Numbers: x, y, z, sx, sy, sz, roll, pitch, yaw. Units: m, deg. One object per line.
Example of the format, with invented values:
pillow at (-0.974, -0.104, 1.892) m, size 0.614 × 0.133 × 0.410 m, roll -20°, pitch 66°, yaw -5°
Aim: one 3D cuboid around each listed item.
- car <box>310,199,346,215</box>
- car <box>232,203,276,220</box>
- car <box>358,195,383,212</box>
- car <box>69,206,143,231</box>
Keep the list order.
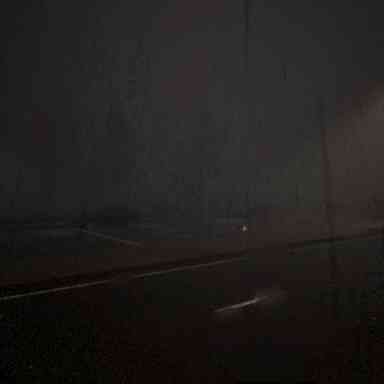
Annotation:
car at (15.308, 1.588, 37.477) m, size 4.553 × 1.767 × 2.097 m, roll 0°, pitch -1°, yaw -35°
car at (5.874, 1.764, 30.972) m, size 4.674 × 1.442 × 1.812 m, roll 0°, pitch -1°, yaw -35°
car at (24.149, 1.459, 43.654) m, size 5.566 × 2.045 × 2.150 m, roll 0°, pitch -1°, yaw -35°
car at (-5.752, 1.742, 22.587) m, size 4.892 × 1.490 × 1.837 m, roll -1°, pitch 0°, yaw -36°
